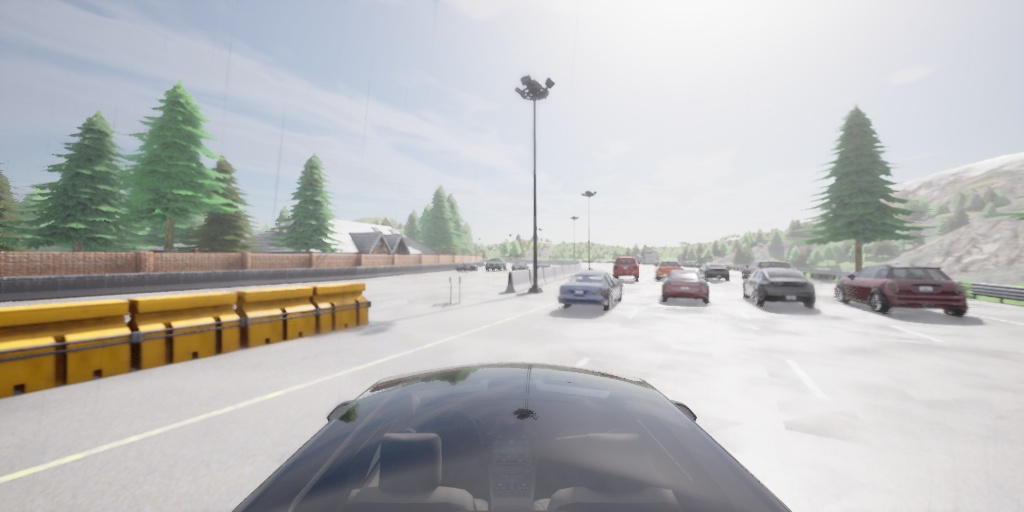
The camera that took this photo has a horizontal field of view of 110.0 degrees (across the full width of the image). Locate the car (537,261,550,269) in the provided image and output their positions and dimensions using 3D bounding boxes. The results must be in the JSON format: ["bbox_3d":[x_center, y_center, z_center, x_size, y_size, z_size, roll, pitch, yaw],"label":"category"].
[{"bbox_3d":[4.286,1.467,50.480,2.128,1.511,4.902,0,0,13],"label":"car"}]

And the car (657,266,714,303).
[{"bbox_3d":[8.251,1.358,17.239,1.994,1.385,4.181,0,0,24],"label":"car"}]

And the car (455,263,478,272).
[{"bbox_3d":[-6.384,1.621,50.847,1.895,1.301,4.718,0,0,13],"label":"car"}]

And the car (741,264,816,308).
[{"bbox_3d":[11.282,1.279,15.433,1.837,1.490,4.892,0,0,24],"label":"car"}]

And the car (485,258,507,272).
[{"bbox_3d":[-2.310,1.239,52.992,2.150,2.045,5.566,0,-1,13],"label":"car"}]

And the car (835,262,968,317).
[{"bbox_3d":[14.250,1.102,13.515,2.097,1.767,4.553,0,0,24],"label":"car"}]

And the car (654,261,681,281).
[{"bbox_3d":[13.658,1.194,31.389,2.097,1.767,4.553,0,0,19],"label":"car"}]

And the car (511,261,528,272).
[{"bbox_3d":[1.178,1.491,52.592,2.128,1.511,4.902,0,0,12],"label":"car"}]

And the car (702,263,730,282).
[{"bbox_3d":[17.058,1.331,30.512,1.837,1.490,4.892,0,0,19],"label":"car"}]

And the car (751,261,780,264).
[{"bbox_3d":[20.190,1.155,28.874,2.097,1.767,4.553,0,0,19],"label":"car"}]

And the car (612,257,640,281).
[{"bbox_3d":[10.133,1.083,31.842,2.150,2.045,5.566,0,0,19],"label":"car"}]

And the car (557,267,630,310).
[{"bbox_3d":[3.457,1.350,15.090,2.033,1.411,5.357,0,0,25],"label":"car"}]
